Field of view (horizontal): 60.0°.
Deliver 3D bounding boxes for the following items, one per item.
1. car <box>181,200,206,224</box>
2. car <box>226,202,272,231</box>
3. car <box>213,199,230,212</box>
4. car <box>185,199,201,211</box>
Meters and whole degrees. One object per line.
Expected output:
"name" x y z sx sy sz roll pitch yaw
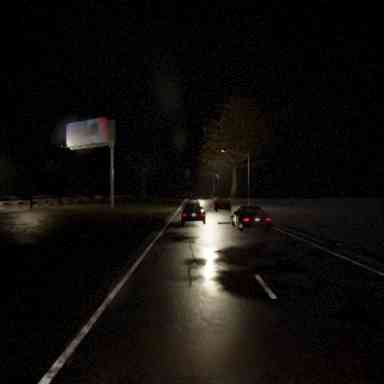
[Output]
"car" 0.112 1.602 25.057 2.033 1.411 5.357 0 0 0
"car" 3.609 1.593 20.841 2.033 1.411 5.357 0 0 0
"car" 3.617 1.548 40.468 1.882 1.535 5.008 0 0 0
"car" 0.117 1.634 42.061 1.994 1.385 4.181 0 0 0
